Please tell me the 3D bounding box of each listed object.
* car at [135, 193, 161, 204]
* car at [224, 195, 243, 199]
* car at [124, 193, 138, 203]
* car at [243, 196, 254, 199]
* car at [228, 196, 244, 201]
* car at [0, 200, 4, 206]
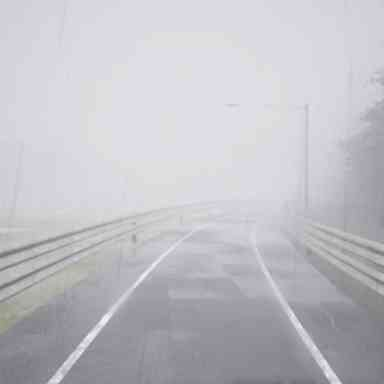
[{"bbox_3d":[-7.835,1.453,64.007,4.892,1.490,1.837,1,0,-42],"label":"car"},{"bbox_3d":[9.410,1.553,79.482,4.553,1.767,2.097,1,0,-42],"label":"car"},{"bbox_3d":[-10.170,1.192,66.612,5.566,2.045,2.150,1,0,-42],"label":"car"},{"bbox_3d":[14.536,1.837,88.786,5.357,1.411,2.033,1,0,-42],"label":"car"},{"bbox_3d":[12.198,1.818,91.391,4.674,1.442,1.812,1,0,-42],"label":"car"},{"bbox_3d":[-27.905,1.194,45.994,4.181,1.385,1.994,1,0,-42],"label":"car"}]
